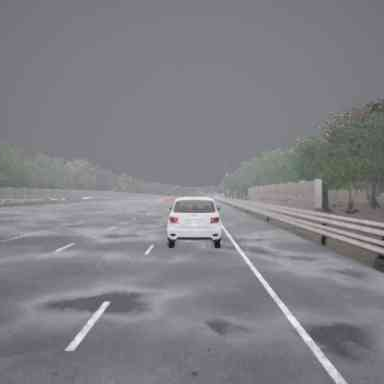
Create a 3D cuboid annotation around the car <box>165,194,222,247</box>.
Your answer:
[{"bbox_3d":[0.129,1.230,15.140,2.150,2.045,5.566,0,0,1],"label":"car"}]

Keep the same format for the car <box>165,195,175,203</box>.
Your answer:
[{"bbox_3d":[-5.452,1.654,82.252,2.097,1.767,4.553,0,0,1],"label":"car"}]

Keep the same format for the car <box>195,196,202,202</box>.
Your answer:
[{"bbox_3d":[1.775,1.805,90.810,1.837,1.490,4.892,0,0,2],"label":"car"}]

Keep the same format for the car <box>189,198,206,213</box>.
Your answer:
[{"bbox_3d":[0.615,1.558,38.887,1.882,1.535,5.008,0,0,1],"label":"car"}]

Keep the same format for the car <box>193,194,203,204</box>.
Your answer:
[{"bbox_3d":[1.361,1.487,73.554,2.150,2.045,5.566,0,0,1],"label":"car"}]

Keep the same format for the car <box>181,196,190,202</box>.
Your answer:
[{"bbox_3d":[-1.721,1.891,90.975,2.033,1.411,5.357,0,0,2],"label":"car"}]

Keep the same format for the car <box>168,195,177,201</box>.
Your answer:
[{"bbox_3d":[-5.222,1.651,91.003,2.097,1.767,4.553,0,0,2],"label":"car"}]
